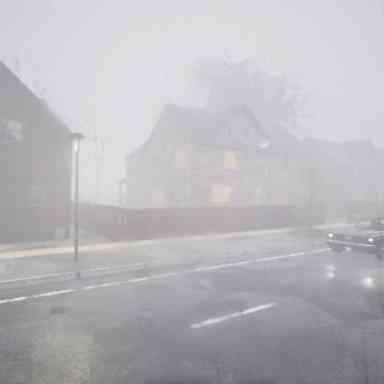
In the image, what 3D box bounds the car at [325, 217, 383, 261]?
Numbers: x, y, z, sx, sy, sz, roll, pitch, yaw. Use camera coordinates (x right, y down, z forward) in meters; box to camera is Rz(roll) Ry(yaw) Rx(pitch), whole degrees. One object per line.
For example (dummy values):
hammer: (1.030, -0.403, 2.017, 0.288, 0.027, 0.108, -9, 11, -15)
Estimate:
car: (7.200, 1.663, 12.682, 4.718, 1.301, 1.895, 0, 0, -35)
